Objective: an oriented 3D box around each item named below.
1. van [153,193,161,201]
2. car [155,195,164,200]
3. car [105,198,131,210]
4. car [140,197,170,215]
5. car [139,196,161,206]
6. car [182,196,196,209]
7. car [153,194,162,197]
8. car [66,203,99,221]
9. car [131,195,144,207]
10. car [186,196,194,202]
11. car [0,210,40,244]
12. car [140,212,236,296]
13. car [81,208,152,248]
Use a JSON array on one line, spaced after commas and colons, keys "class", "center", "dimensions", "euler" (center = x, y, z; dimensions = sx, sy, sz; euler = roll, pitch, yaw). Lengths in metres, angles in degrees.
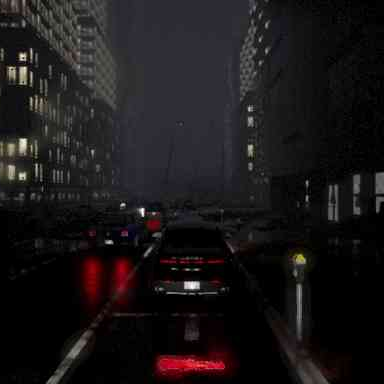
[{"class": "van", "center": [-8.831, 1.285, 84.106], "dimensions": [1.690, 1.788, 3.998], "euler": [0, 0, 0]}, {"class": "car", "center": [-8.832, 1.503, 89.799], "dimensions": [1.947, 1.339, 4.313], "euler": [0, 0, 0]}, {"class": "car", "center": [-8.833, 1.536, 38.569], "dimensions": [2.008, 1.369, 4.403], "euler": [0, 0, 0]}, {"class": "car", "center": [-3.145, 1.508, 29.812], "dimensions": [1.837, 1.490, 4.892], "euler": [0, 0, 0]}, {"class": "car", "center": [-6.146, 1.634, 48.782], "dimensions": [1.895, 1.301, 4.718], "euler": [0, 0, 0]}, {"class": "car", "center": [-0.452, 1.548, 44.248], "dimensions": [1.947, 1.339, 4.313], "euler": [0, 0, 0]}, {"class": "car", "center": [-8.832, 1.390, 78.413], "dimensions": [1.967, 1.590, 4.097], "euler": [0, 0, 0]}, {"class": "car", "center": [-8.832, 1.574, 27.183], "dimensions": [1.802, 1.307, 4.206], "euler": [0, 0, 0]}, {"class": "car", "center": [-8.832, 1.522, 49.953], "dimensions": [1.887, 1.381, 4.507], "euler": [0, 0, 0]}, {"class": "car", "center": [-0.452, 1.532, 78.399], "dimensions": [1.802, 1.307, 4.206], "euler": [0, 0, 0]}, {"class": "car", "center": [-8.833, 1.563, 15.800], "dimensions": [1.947, 1.339, 4.313], "euler": [0, 0, 0]}, {"class": "car", "center": [0.000, 1.503, 8.649], "dimensions": [1.837, 1.490, 4.892], "euler": [0, 0, 0]}, {"class": "car", "center": [-3.145, 1.615, 14.842], "dimensions": [1.895, 1.301, 4.718], "euler": [0, 0, 0]}]
